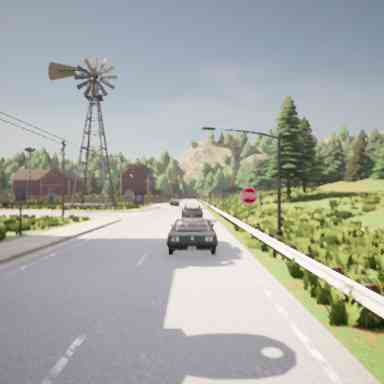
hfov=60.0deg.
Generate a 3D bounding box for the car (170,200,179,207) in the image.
[{"bbox_3d":[-3.448,2.256,66.902,1.895,1.301,4.718,0,-1,0],"label":"car"}]

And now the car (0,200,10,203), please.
[{"bbox_3d":[-32.250,2.077,56.774,1.784,1.438,3.905,0,-1,0],"label":"car"}]

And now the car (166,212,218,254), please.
[{"bbox_3d":[0.014,1.740,14.100,1.895,1.301,4.718,0,-1,0],"label":"car"}]

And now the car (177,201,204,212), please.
[{"bbox_3d":[0.031,1.780,29.291,2.128,1.511,4.902,0,0,0],"label":"car"}]
